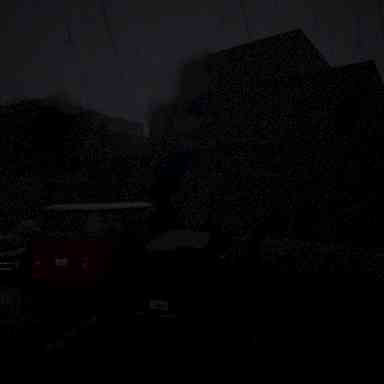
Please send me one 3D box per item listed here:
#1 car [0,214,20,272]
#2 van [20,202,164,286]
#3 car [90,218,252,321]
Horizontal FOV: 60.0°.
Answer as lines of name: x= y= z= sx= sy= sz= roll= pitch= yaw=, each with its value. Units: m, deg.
car: x=-4.605 y=1.534 z=10.739 sx=2.231 sy=1.521 sz=4.892 roll=-1 pitch=-1 yaw=15
van: x=-2.197 y=1.270 z=9.155 sx=1.878 sy=1.987 sz=4.442 roll=-1 pitch=-1 yaw=15
car: x=0.149 y=1.476 z=7.337 sx=2.231 sy=1.521 sz=4.892 roll=-1 pitch=-1 yaw=15
